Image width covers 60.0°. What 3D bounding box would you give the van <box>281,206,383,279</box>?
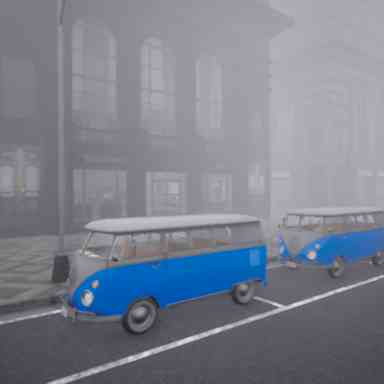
[{"bbox_3d":[4.241,1.338,9.791,3.998,1.788,1.690,0,0,-36],"label":"van"}]

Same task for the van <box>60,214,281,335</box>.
[{"bbox_3d":[-0.308,1.357,6.462,3.998,1.788,1.690,0,0,-36],"label":"van"}]
